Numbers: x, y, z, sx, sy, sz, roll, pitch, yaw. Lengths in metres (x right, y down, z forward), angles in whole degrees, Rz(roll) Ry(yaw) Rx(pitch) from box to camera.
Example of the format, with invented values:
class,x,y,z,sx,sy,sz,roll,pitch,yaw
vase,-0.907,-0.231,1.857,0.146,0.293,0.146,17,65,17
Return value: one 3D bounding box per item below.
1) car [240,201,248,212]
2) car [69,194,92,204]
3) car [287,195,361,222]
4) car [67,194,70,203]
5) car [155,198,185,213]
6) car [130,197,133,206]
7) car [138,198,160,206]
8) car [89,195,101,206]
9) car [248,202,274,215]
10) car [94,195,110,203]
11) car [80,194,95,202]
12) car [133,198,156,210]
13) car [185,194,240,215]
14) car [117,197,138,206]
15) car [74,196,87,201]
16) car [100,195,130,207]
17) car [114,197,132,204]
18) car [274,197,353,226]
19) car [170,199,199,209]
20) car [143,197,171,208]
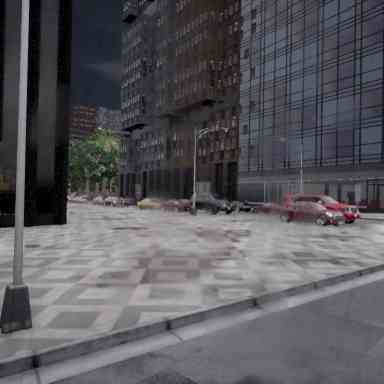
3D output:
class,x,y,z,sx,sy,sz,roll,pitch,yaw
car,5.230,1.727,40.141,1.947,1.339,4.313,2,-1,-36
car,-20.770,1.473,61.820,1.752,1.417,4.829,2,-1,-36
car,9.297,1.220,24.411,2.150,2.045,5.566,2,-1,-36
car,-24.062,1.387,66.421,1.967,1.590,4.097,2,-1,-36
car,-1.702,1.482,35.185,1.887,1.381,4.507,2,-1,-36
car,-9.745,1.566,51.132,2.033,1.411,5.357,2,-1,-35
car,-7.546,1.722,57.988,2.008,1.369,4.403,2,-1,-36
car,-14.481,1.529,53.033,1.802,1.307,4.206,2,-1,-36
car,8.423,1.740,35.680,1.802,1.307,4.206,2,-1,-36
car,-20.494,1.513,75.437,2.097,1.767,4.553,2,-1,-36
car,-26.705,1.485,84.759,2.192,1.841,5.009,2,-1,-36
car,-4.797,1.466,39.509,1.752,1.417,4.829,2,-1,-36
car,1.989,1.228,34.609,2.150,2.045,5.566,2,-1,-36
car,-11.416,1.625,58.650,1.812,1.442,4.674,2,-1,-36
car,-30.002,1.695,89.355,1.752,1.417,4.829,2,-1,-36
car,-11.284,1.387,48.573,1.967,1.590,4.097,2,-1,-36
car,-13.935,1.737,66.910,1.947,1.339,4.313,2,-1,-36
car,7.866,1.368,21.826,1.967,1.590,4.097,2,-1,-37
car,-1.158,1.719,49.064,2.008,1.369,4.403,2,-1,-36
car,-5.325,1.589,50.216,2.128,1.511,4.902,2,-1,-35
